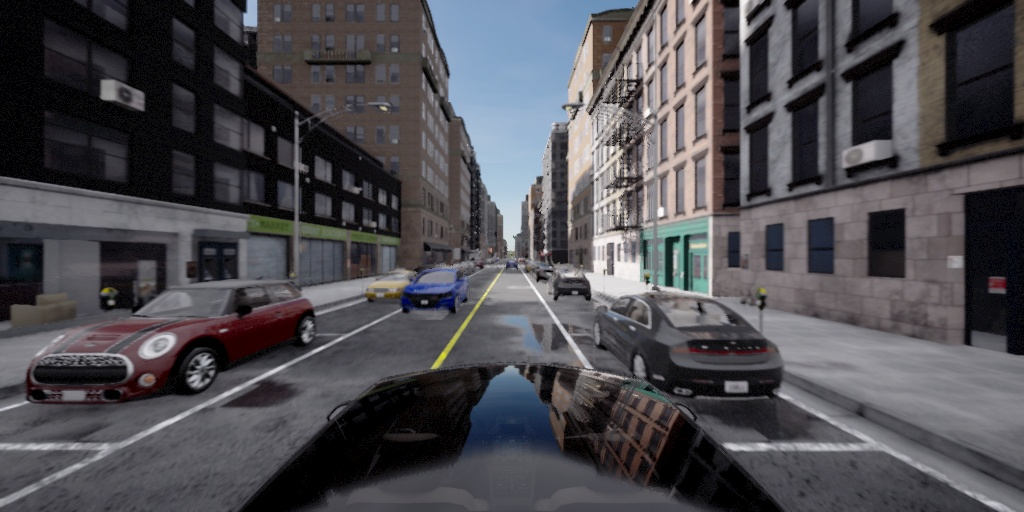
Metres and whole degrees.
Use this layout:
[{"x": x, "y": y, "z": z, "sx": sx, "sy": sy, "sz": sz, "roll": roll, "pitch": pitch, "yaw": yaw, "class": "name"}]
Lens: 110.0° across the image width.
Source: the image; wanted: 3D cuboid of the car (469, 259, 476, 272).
[{"x": -5.390, "y": 1.301, "z": 38.879, "sx": 2.007, "sy": 1.370, "sz": 4.403, "roll": 0, "pitch": 0, "yaw": 0, "class": "car"}]

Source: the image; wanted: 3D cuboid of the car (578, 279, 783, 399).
[{"x": 2.637, "y": 1.301, "z": 6.394, "sx": 2.007, "sy": 1.370, "sz": 4.403, "roll": 0, "pitch": 0, "yaw": 0, "class": "car"}]

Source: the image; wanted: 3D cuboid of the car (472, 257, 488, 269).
[{"x": -5.392, "y": 1.057, "z": 55.118, "sx": 2.192, "sy": 1.841, "sz": 5.009, "roll": 0, "pitch": 0, "yaw": 0, "class": "car"}]

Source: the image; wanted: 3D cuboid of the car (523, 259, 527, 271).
[{"x": 2.634, "y": 1.274, "z": 44.454, "sx": 1.751, "sy": 1.417, "sz": 4.829, "roll": 0, "pitch": 0, "yaw": 0, "class": "car"}]

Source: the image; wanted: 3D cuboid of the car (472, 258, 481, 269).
[{"x": -5.391, "y": 1.299, "z": 44.292, "sx": 2.007, "sy": 1.370, "sz": 4.403, "roll": 0, "pitch": 0, "yaw": 0, "class": "car"}]

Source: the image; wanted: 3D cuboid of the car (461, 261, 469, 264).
[{"x": -5.390, "y": 1.334, "z": 33.466, "sx": 1.802, "sy": 1.307, "sz": 4.207, "roll": 0, "pitch": 0, "yaw": 0, "class": "car"}]

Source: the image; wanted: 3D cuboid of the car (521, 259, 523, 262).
[{"x": 2.634, "y": 1.327, "z": 49.697, "sx": 1.802, "sy": 1.307, "sz": 4.207, "roll": 0, "pitch": 0, "yaw": 0, "class": "car"}]

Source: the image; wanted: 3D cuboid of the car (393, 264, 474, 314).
[{"x": -2.816, "y": 1.229, "z": 14.090, "sx": 1.882, "sy": 1.535, "sz": 5.008, "roll": 0, "pitch": 0, "yaw": 0, "class": "car"}]

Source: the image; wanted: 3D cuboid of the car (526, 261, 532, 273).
[{"x": 2.635, "y": 1.318, "z": 33.458, "sx": 1.948, "sy": 1.339, "sz": 4.313, "roll": 0, "pitch": 0, "yaw": 0, "class": "car"}]

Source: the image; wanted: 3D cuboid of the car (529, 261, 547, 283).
[{"x": 2.635, "y": 1.318, "z": 28.045, "sx": 1.948, "sy": 1.339, "sz": 4.313, "roll": 0, "pitch": 0, "yaw": 0, "class": "car"}]

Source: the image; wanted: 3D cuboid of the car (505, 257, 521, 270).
[{"x": -0.003, "y": 1.269, "z": 54.125, "sx": 1.812, "sy": 1.442, "sz": 4.674, "roll": 0, "pitch": 0, "yaw": 0, "class": "car"}]

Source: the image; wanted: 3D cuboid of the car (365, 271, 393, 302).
[{"x": -5.389, "y": 1.277, "z": 17.058, "sx": 1.751, "sy": 1.417, "sz": 4.829, "roll": 0, "pitch": 0, "yaw": 0, "class": "car"}]

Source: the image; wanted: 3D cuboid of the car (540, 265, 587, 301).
[{"x": 2.636, "y": 1.302, "z": 17.220, "sx": 2.007, "sy": 1.370, "sz": 4.403, "roll": 0, "pitch": 0, "yaw": 0, "class": "car"}]

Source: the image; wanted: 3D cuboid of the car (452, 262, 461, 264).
[{"x": -5.389, "y": 1.278, "z": 27.883, "sx": 1.751, "sy": 1.417, "sz": 4.829, "roll": 0, "pitch": 0, "yaw": 0, "class": "car"}]

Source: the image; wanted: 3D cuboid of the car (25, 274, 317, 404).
[{"x": -5.388, "y": 1.190, "z": 6.403, "sx": 1.967, "sy": 1.591, "sz": 4.097, "roll": 0, "pitch": 0, "yaw": 0, "class": "car"}]
